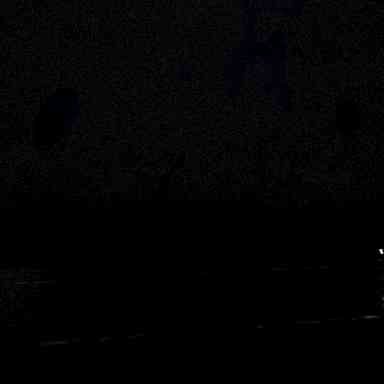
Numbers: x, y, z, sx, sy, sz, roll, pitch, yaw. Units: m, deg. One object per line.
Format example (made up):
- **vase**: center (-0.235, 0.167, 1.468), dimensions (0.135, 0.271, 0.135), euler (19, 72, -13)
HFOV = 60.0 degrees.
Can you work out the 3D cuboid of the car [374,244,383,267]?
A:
- **car**: center (7.379, 1.377, 8.083), dimensions (5.357, 1.411, 2.033), euler (-1, 0, -9)
